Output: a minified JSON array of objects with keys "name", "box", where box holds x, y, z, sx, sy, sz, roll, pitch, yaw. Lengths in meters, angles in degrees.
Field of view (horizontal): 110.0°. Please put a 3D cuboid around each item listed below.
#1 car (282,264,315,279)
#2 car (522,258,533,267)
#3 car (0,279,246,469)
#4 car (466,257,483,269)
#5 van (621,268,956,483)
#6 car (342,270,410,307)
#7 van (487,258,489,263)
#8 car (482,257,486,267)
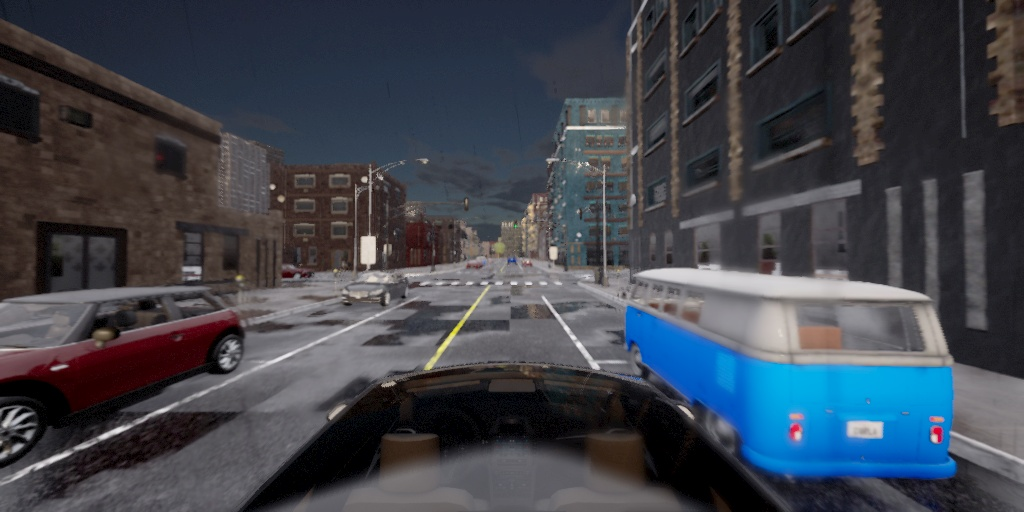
[{"name":"car","box":[-19.291,1.334,30.665,4.507,1.381,1.888,0,0,1]},{"name":"car","box":[2.698,1.125,64.801,1.967,1.591,4.097,0,0,0]},{"name":"car","box":[-5.689,1.187,4.602,1.967,1.591,4.097,0,0,0]},{"name":"car","box":[-5.761,1.242,53.372,1.888,1.381,4.507,0,0,0]},{"name":"van","box":[2.692,1.088,4.594,1.690,1.789,3.998,0,0,0]},{"name":"car","box":[-5.689,1.287,15.416,2.007,1.370,4.403,0,0,0]},{"name":"van","box":[-5.683,1.026,64.741,1.690,1.789,3.998,0,0,0]},{"name":"car","box":[-5.684,1.236,59.054,1.888,1.381,4.507,0,0,0]}]
